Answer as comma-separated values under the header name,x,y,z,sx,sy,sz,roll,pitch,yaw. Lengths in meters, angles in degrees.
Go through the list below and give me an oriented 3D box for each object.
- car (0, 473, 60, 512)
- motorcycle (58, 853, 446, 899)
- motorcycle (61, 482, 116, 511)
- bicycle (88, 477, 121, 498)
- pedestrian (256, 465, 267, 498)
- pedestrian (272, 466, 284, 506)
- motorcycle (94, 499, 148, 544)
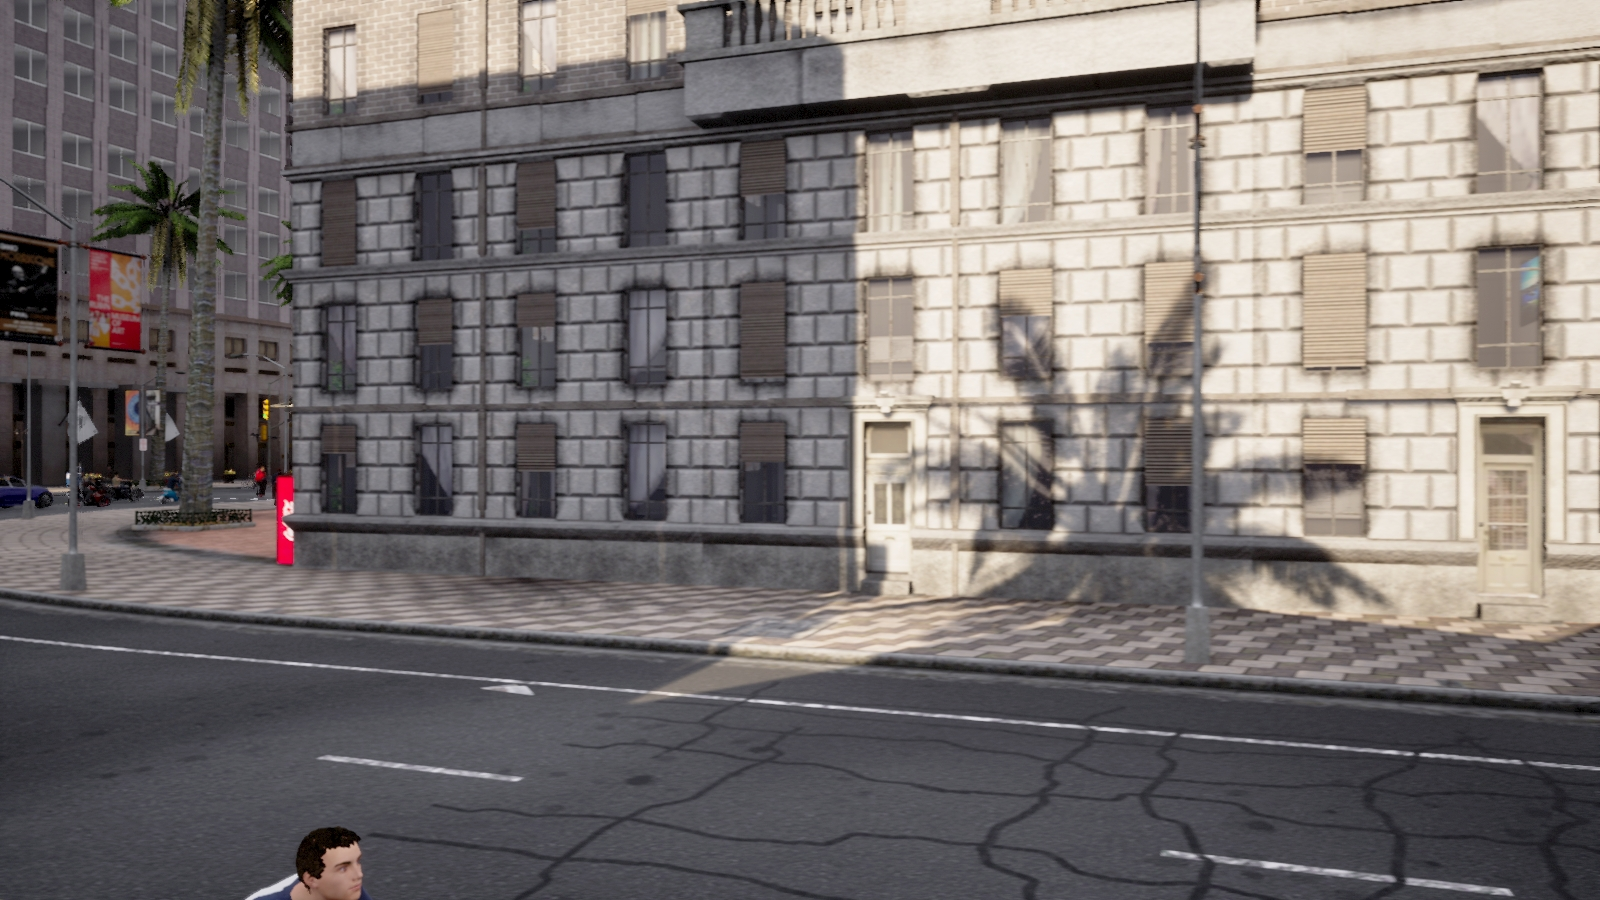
name,x,y,z,sx,sy,sz,roll,pitch,yaw
car,-36.871,1.931,52.567,2.242,1.667,4.611,0,0,10
motorcycle,-1.693,2.209,3.883,2.033,1.145,0.803,1,0,20
motorcycle,-33.195,2.168,53.323,0.867,1.251,2.209,0,0,13
bicycle,-40.338,2.166,66.292,0.329,1.171,1.835,0,0,19
pedestrian,-30.753,1.811,65.248,0.375,1.860,0.375,0,0,14
pedestrian,-24.342,1.666,53.279,0.375,1.860,0.375,0,0,-2
motorcycle,-20.649,2.158,34.787,0.856,1.236,1.805,0,0,-11
